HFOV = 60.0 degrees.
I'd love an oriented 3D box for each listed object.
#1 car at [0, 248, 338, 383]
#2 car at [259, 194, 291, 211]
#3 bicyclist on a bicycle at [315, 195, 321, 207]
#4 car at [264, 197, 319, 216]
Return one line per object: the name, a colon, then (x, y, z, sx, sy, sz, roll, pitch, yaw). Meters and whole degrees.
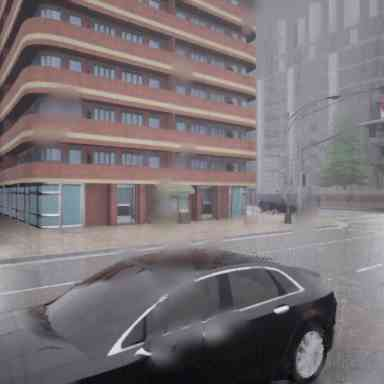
car: (-0.269, 1.507, 3.804, 4.892, 1.490, 1.837, 1, 0, -36)
car: (10.001, 1.223, 37.273, 2.150, 2.045, 5.566, 0, 0, -36)
bicyclist on a bicycle: (17.784, 1.300, 46.920, 1.656, 1.620, 0.582, 0, 0, -36)
car: (9.663, 1.492, 31.751, 2.128, 1.511, 4.902, 0, 0, -35)
